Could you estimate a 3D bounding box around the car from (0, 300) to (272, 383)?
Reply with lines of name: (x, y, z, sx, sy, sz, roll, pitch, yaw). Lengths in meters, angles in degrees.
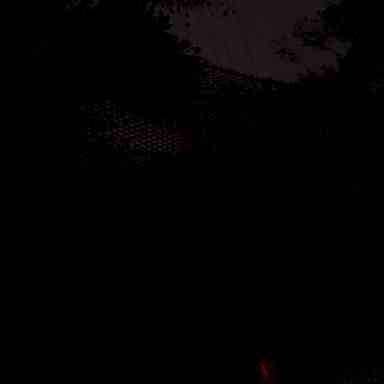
car: (-1.362, 1.564, 2.103, 4.181, 1.385, 1.994, 0, 0, -35)
